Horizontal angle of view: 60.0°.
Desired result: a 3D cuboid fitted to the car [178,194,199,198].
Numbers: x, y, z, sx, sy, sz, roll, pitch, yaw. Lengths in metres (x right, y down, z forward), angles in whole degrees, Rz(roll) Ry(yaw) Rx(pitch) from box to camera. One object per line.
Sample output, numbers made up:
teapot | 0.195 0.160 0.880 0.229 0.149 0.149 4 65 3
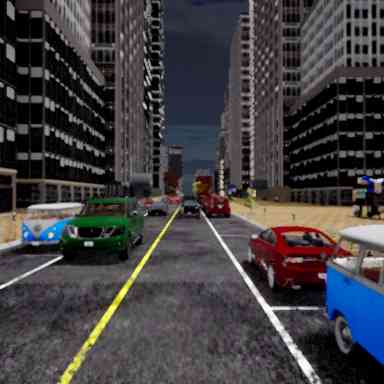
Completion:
car | -0.345 1.339 45.467 2.150 2.045 5.566 0 0 0

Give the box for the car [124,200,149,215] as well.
car | -6.005 1.658 36.576 2.008 1.369 4.403 0 0 -1

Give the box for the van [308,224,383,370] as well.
van | 2.786 1.345 3.423 1.690 1.788 3.998 0 0 -1

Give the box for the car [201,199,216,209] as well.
car | 2.276 1.683 47.730 1.947 1.339 4.313 0 0 -1

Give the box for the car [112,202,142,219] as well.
car | -5.956 1.659 31.037 1.947 1.339 4.313 0 0 -1

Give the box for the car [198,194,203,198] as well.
car | 2.326 1.419 42.192 2.192 1.841 5.009 0 0 -1

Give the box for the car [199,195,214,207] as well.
car | 2.227 1.446 53.270 2.192 1.841 5.009 0 0 -1

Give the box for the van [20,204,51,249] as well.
van | -5.807 1.391 14.421 1.690 1.788 3.998 0 0 -1

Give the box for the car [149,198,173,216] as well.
car | -3.305 1.642 33.795 2.033 1.411 5.357 0 0 -1

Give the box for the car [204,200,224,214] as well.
car | 2.374 1.635 36.651 1.887 1.381 4.507 0 0 -1

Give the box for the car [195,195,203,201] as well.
car | 1.880 1.665 92.043 1.967 1.590 4.097 0 0 -1

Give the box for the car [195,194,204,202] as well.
car | 1.930 1.527 86.504 2.192 1.841 5.009 0 0 -1

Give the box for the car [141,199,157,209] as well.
car | -6.104 1.717 47.654 1.802 1.307 4.206 0 0 -1

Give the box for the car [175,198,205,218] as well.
car | -0.213 1.573 30.832 2.128 1.511 4.902 0 0 0

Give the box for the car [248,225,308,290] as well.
car | 2.645 1.563 8.959 1.887 1.381 4.507 0 0 -1

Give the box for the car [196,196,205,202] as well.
car | 1.979 1.765 80.964 1.947 1.339 4.313 0 0 -1

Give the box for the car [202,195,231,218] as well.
car | 2.425 1.391 31.113 2.192 1.841 5.009 0 0 -1

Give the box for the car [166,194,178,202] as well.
car | -3.607 1.434 68.660 2.150 2.045 5.566 0 0 0

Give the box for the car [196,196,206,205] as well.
car | 1.776 1.641 66.286 1.882 1.535 5.008 0 0 -1

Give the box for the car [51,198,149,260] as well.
car | -3.209 1.264 13.026 2.150 2.045 5.566 0 0 -1
